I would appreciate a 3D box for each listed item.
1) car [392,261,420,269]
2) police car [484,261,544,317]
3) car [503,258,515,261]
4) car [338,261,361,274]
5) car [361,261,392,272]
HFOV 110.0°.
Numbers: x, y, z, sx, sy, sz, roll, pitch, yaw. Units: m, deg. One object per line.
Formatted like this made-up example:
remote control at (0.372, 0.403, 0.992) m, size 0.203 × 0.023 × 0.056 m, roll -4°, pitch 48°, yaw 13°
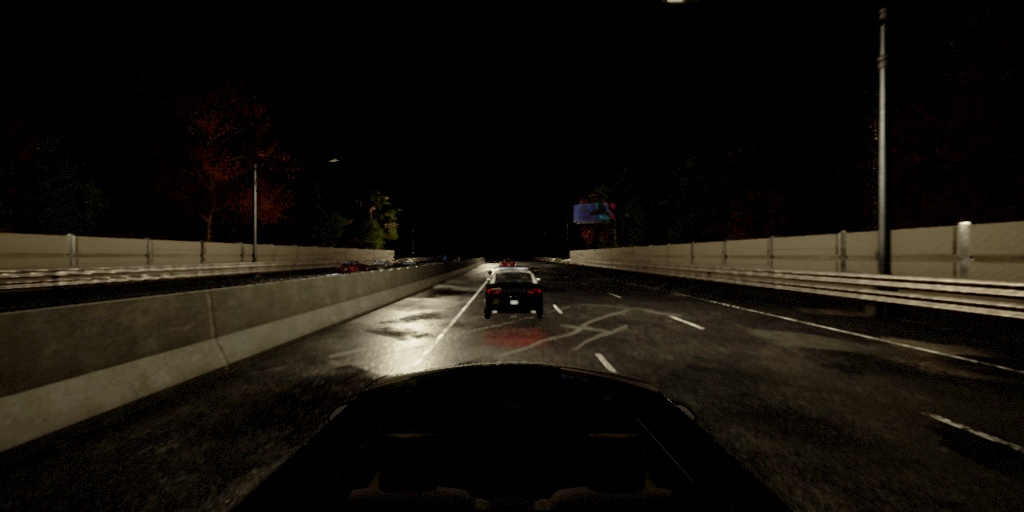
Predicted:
car at (-11.003, 1.276, 38.452) m, size 1.994 × 1.385 × 4.181 m, roll 0°, pitch 0°, yaw -1°
police car at (0.047, 1.163, 13.169) m, size 1.930 × 1.638 × 5.238 m, roll 0°, pitch 0°, yaw 0°
car at (-0.416, 1.056, 42.997) m, size 2.097 × 1.767 × 4.553 m, roll 0°, pitch 0°, yaw -1°
car at (-18.048, 1.276, 40.776) m, size 1.994 × 1.385 × 4.181 m, roll 0°, pitch 0°, yaw -1°
car at (-14.541, 1.259, 40.140) m, size 2.033 × 1.411 × 5.357 m, roll 0°, pitch 0°, yaw -1°
